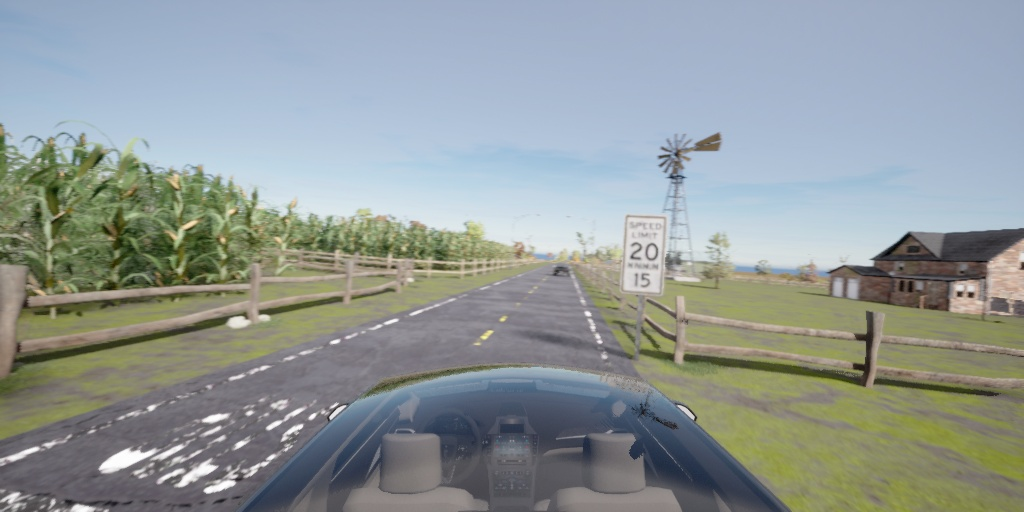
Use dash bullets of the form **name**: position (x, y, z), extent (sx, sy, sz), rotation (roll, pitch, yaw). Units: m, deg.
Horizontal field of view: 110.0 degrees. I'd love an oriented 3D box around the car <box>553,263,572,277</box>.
- **car**: position (5.831, 1.564, 41.810), extent (1.837, 1.490, 4.892), rotation (4, 0, 9)
